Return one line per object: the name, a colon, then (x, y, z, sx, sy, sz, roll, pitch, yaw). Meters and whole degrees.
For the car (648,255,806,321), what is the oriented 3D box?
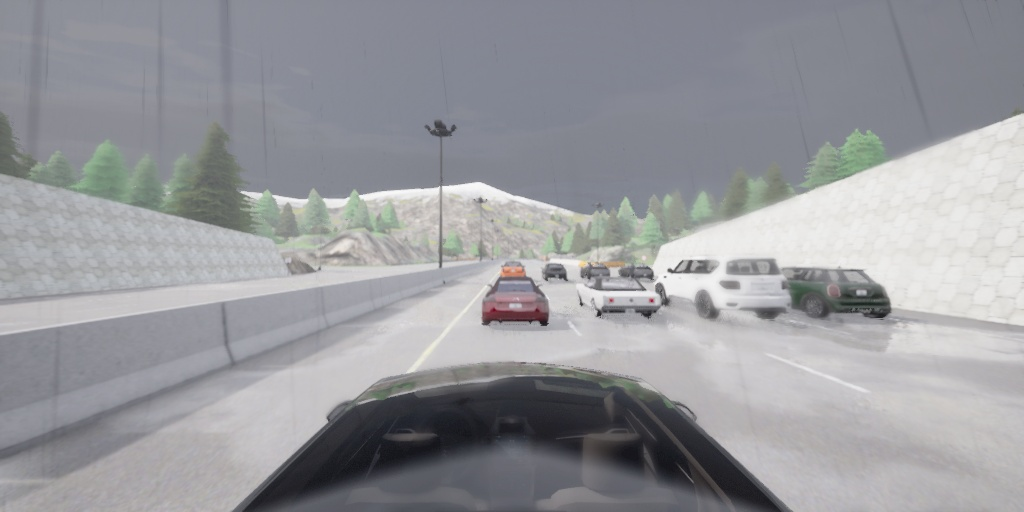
car: (7.097, 1.008, 12.826, 2.150, 2.045, 5.566, 0, 0, 0)

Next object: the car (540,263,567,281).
car: (3.592, 1.352, 30.986, 1.837, 1.490, 4.892, 0, 0, 0)

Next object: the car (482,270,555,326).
car: (0.097, 1.347, 11.864, 1.994, 1.385, 4.181, 0, 0, 0)

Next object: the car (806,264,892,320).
car: (10.598, 1.140, 12.994, 2.097, 1.767, 4.553, 0, 0, 0)

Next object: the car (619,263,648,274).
car: (10.633, 1.339, 30.920, 2.128, 1.511, 4.902, 0, 0, 1)

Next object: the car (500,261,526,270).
car: (0.090, 1.198, 30.670, 2.097, 1.767, 4.553, 0, 0, 0)

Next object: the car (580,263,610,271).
car: (7.092, 1.338, 30.924, 2.128, 1.511, 4.902, 0, 0, 0)

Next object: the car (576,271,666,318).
car: (3.598, 1.389, 13.107, 1.895, 1.301, 4.718, 0, 0, 0)
